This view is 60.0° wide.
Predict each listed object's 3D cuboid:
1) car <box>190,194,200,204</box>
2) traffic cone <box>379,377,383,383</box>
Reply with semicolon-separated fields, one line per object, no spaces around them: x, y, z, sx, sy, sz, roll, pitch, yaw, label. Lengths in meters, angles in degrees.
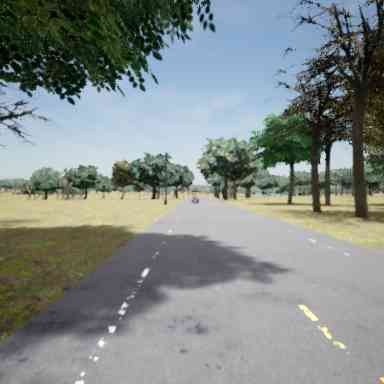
0.722;1.764;73.177;1.837;1.490;4.892;0;-1;0;car
2.436;1.975;3.865;0.340;0.580;0.340;0;0;0;traffic cone
